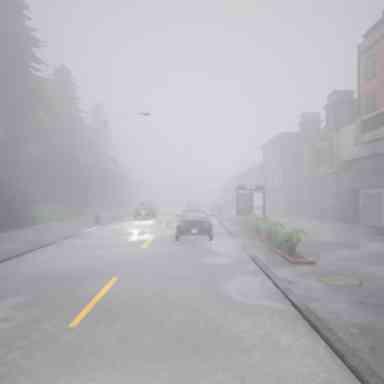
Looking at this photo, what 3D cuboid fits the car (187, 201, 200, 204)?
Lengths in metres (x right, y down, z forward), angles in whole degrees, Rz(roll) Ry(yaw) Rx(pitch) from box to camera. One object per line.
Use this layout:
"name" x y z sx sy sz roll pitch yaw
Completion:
"car" 0.140 1.689 35.810 2.033 1.411 5.357 0 0 0

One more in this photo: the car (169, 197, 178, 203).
"car" -3.922 1.683 71.667 2.033 1.411 5.357 0 0 0

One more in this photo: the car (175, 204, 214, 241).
"car" 0.114 1.594 17.201 1.812 1.442 4.674 0 0 0

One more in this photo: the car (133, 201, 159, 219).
"car" -4.055 1.594 30.159 2.128 1.511 4.902 0 0 0
